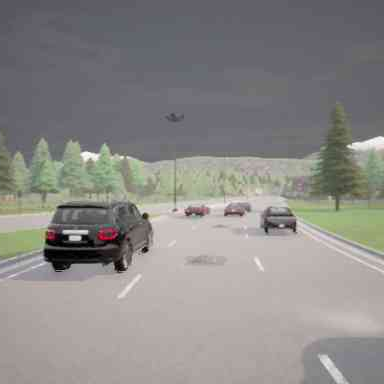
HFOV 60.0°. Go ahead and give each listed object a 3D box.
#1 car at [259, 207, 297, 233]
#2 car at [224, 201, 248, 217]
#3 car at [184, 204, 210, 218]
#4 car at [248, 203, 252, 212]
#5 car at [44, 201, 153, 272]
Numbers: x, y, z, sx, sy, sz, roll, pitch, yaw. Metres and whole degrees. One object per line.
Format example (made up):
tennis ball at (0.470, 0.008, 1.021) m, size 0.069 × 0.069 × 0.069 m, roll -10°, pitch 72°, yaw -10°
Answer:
car at (5.330, 1.669, 20.868) m, size 2.128 × 1.511 × 4.902 m, roll 0°, pitch 0°, yaw 8°
car at (4.666, 1.867, 35.831) m, size 1.994 × 1.385 × 4.181 m, roll 0°, pitch -1°, yaw 13°
car at (0.662, 1.890, 34.358) m, size 1.895 × 1.301 × 4.718 m, roll 0°, pitch 0°, yaw 13°
car at (6.817, 1.940, 44.448) m, size 1.994 × 1.385 × 4.181 m, roll 0°, pitch 0°, yaw 15°
car at (-2.841, 1.317, 11.331) m, size 2.150 × 2.045 × 5.566 m, roll 0°, pitch -1°, yaw 4°
